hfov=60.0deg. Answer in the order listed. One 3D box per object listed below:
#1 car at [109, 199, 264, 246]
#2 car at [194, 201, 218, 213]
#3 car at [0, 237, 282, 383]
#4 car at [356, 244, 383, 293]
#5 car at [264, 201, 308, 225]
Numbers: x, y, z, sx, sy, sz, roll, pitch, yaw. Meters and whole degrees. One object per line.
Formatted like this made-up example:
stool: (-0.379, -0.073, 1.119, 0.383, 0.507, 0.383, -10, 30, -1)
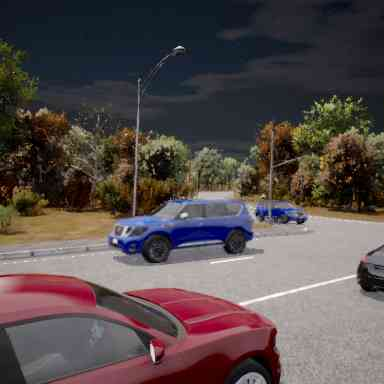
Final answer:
car: (-0.187, 1.279, 12.321, 5.566, 2.045, 2.150, 1, -1, -34)
car: (1.926, 2.075, 46.815, 1.895, 1.301, 4.718, 3, 0, -17)
car: (-1.349, 1.479, 2.783, 5.008, 1.535, 1.882, 0, 0, -36)
car: (5.800, 1.665, 7.936, 4.181, 1.385, 1.994, 1, -1, -35)
car: (8.217, 1.866, 31.101, 2.150, 2.045, 5.566, 3, -1, -25)
